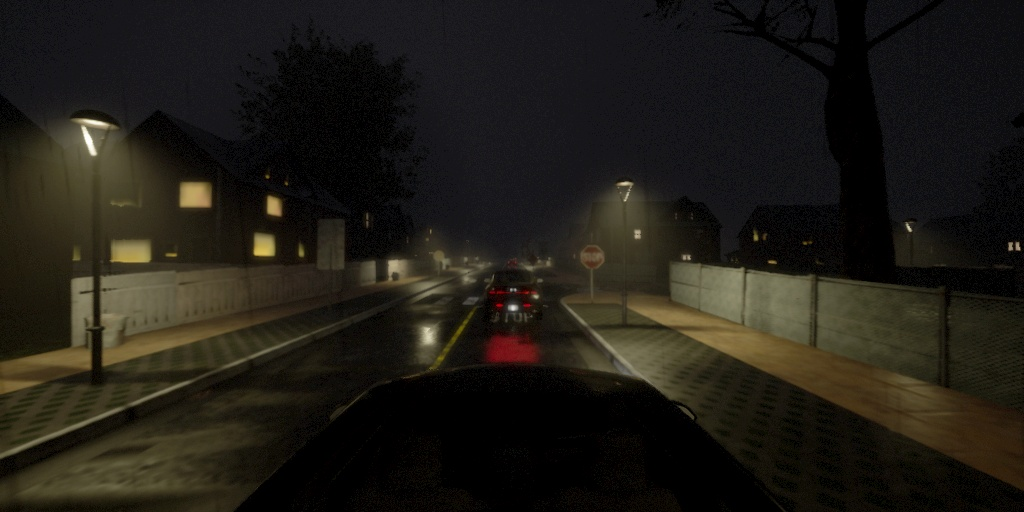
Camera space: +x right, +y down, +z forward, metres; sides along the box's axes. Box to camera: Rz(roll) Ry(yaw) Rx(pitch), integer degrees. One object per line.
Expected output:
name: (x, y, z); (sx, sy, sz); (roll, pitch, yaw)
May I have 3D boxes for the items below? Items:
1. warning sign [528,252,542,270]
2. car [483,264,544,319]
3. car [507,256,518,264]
warning sign: (2.518, 0.718, 42.057); (1.300, 1.860, 1.060); (0, 0, 0)
car: (0.053, 1.210, 12.587); (1.837, 1.490, 4.892); (0, 0, 0)
car: (0.051, 1.148, 64.858); (1.895, 1.301, 4.718); (0, 0, 1)
